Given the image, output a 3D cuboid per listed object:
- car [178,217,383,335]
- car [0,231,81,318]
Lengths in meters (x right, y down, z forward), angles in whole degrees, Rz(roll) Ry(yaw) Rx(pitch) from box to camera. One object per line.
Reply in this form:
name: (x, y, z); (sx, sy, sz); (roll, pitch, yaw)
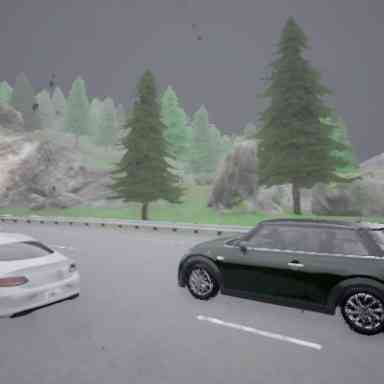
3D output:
car: (1.902, 1.317, 6.851); (4.553, 1.767, 2.097); (0, 0, 35)
car: (-4.256, 1.539, 6.769); (4.674, 1.442, 1.812); (0, 0, 32)
